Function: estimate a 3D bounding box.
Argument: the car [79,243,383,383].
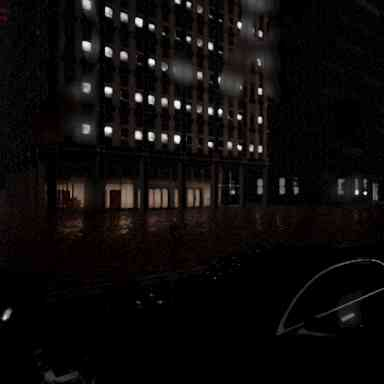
[{"bbox_3d":[1.140,1.492,4.152,4.892,1.490,1.837,0,0,-35],"label":"car"}]

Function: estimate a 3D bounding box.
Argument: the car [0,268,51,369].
[{"bbox_3d":[-3.964,1.557,3.723,4.403,1.369,2.008,0,1,-35],"label":"car"}]
